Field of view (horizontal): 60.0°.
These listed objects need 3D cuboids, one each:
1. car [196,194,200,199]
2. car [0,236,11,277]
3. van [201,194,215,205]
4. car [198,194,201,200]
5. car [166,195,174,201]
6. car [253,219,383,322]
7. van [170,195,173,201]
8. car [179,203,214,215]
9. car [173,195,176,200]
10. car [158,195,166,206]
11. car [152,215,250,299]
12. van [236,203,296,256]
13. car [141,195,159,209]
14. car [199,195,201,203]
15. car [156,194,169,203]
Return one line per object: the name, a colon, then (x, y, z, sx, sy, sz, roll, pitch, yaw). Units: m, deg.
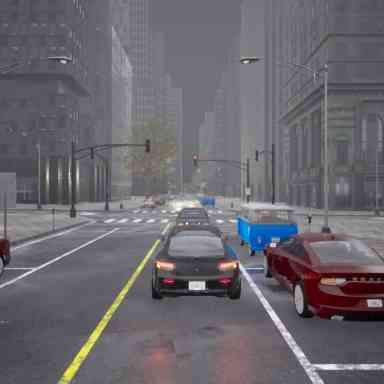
car: (2.530, 1.602, 72.417, 2.008, 1.369, 4.403, 0, 0, 0)
car: (-5.800, 1.546, 7.245, 1.887, 1.381, 4.507, 0, 0, 0)
van: (2.601, 1.367, 50.764, 1.690, 1.788, 3.998, 0, 0, 0)
car: (2.565, 1.582, 61.590, 1.887, 1.381, 4.507, 0, 0, 0)
car: (-6.062, 1.607, 92.771, 1.752, 1.417, 4.829, 0, 0, 0)
car: (2.755, 1.546, 7.254, 1.887, 1.381, 4.507, 0, 0, 0)
van: (-6.010, 1.399, 77.074, 1.690, 1.788, 3.998, 0, 0, 0)
car: (0.043, 1.551, 17.895, 2.033, 1.411, 5.357, 0, 0, 0)
car: (-6.045, 1.639, 87.651, 1.947, 1.339, 4.313, 0, 0, 0)
car: (-5.942, 1.576, 55.918, 1.887, 1.381, 4.507, 0, 0, 0)
car: (0.081, 1.527, 8.306, 1.812, 1.442, 4.674, 0, 0, 0)
van: (2.739, 1.343, 12.780, 1.690, 1.788, 3.998, 0, 0, 0)
car: (-5.913, 1.547, 45.168, 1.752, 1.417, 4.829, 0, 0, 0)
car: (2.582, 1.597, 56.177, 1.947, 1.339, 4.313, 0, 0, 0)
car: (-5.958, 1.352, 61.208, 2.192, 1.841, 5.009, 0, 0, 0)
